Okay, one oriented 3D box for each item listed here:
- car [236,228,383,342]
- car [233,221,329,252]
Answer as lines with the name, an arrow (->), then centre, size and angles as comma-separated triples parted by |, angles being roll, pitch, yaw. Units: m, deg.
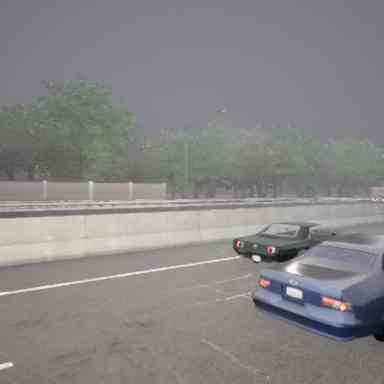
car -> 3.569, 1.549, 6.417 | 5.357, 1.411, 2.033 | 0, 0, -35
car -> 3.649, 1.603, 10.772 | 4.718, 1.301, 1.895 | 0, 0, -36
